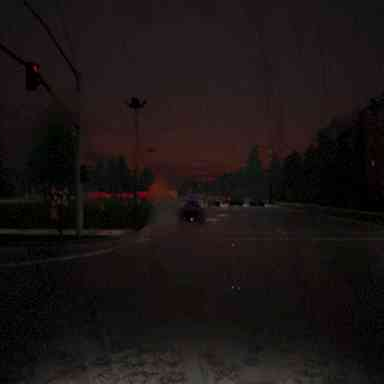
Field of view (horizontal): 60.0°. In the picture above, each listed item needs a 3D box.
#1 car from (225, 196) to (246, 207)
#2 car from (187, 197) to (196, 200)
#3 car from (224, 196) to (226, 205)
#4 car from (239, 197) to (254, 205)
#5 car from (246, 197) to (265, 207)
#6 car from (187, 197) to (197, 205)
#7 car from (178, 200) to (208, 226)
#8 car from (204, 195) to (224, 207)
[{"bbox_3d":[6.970,1.618,53.528,1.837,1.490,4.892,0,0,0],"label":"car"},{"bbox_3d":[-0.030,1.715,53.970,1.895,1.301,4.718,0,0,0],"label":"car"},{"bbox_3d":[6.964,1.487,63.915,2.097,1.767,4.553,0,0,0],"label":"car"},{"bbox_3d":[10.464,1.683,63.947,2.033,1.411,5.357,0,0,0],"label":"car"},{"bbox_3d":[10.470,1.678,53.946,1.994,1.385,4.181,0,0,0],"label":"car"},{"bbox_3d":[-0.036,1.661,63.941,1.812,1.442,4.674,0,0,0],"label":"car"},{"bbox_3d":[-0.013,1.576,23.729,1.812,1.442,4.674,0,0,0],"label":"car"},{"bbox_3d":[3.470,1.605,53.526,2.128,1.511,4.902,0,0,0],"label":"car"}]
